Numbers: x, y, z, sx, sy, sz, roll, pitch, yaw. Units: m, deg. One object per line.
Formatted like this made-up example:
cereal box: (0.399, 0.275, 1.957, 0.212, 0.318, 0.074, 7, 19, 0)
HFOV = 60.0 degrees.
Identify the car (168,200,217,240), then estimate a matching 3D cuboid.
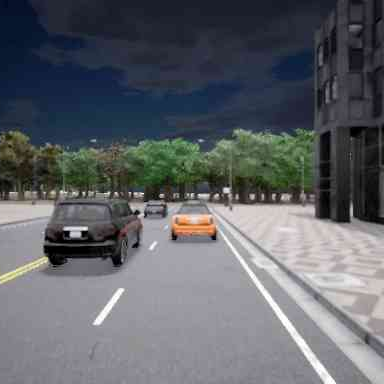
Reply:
car: (0.100, 1.349, 16.999, 2.097, 1.767, 4.553, 0, 0, 0)

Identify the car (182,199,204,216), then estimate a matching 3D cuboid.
car: (0.100, 1.516, 34.177, 2.033, 1.411, 5.357, 0, 0, 0)

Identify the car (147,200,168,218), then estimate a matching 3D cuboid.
car: (-3.149, 1.468, 30.089, 2.128, 1.511, 4.902, 0, 0, 0)

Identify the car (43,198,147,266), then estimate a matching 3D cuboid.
car: (-3.149, 1.225, 11.659, 2.150, 2.045, 5.566, 0, 0, 0)
